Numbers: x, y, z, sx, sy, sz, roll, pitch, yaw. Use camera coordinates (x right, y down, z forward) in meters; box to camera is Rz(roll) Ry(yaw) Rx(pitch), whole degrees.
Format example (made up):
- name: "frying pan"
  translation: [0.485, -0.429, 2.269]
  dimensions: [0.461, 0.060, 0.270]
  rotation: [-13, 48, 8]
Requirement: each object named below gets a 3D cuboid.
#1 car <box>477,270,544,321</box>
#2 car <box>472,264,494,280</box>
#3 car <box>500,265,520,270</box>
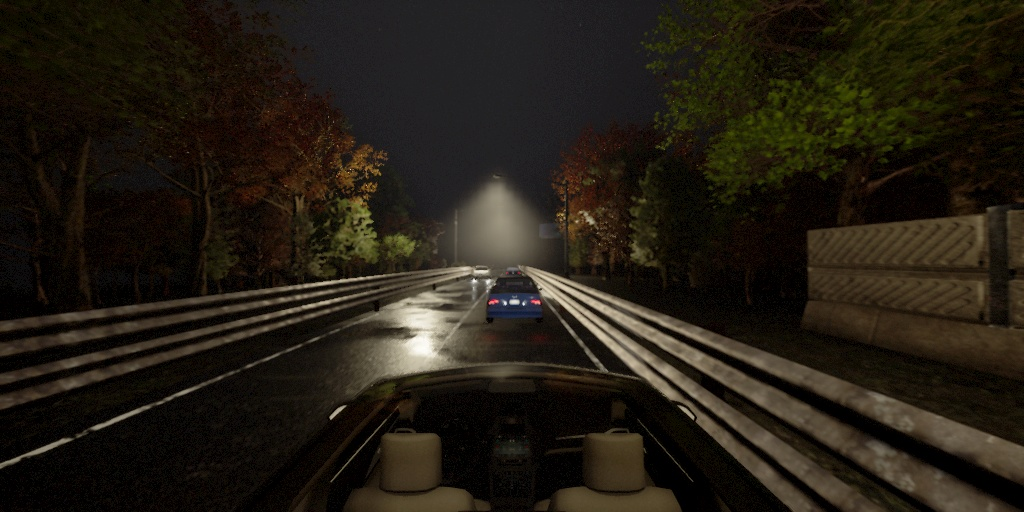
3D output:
- name: "car"
  translation: [0.086, 1.408, 12.851]
  dimensions: [2.033, 1.411, 5.357]
  rotation: [0, -1, 0]
- name: "car"
  translation: [-3.328, 1.861, 40.125]
  dimensions: [1.812, 1.442, 4.674]
  rotation: [0, -1, 0]
- name: "car"
  translation: [0.114, 1.853, 38.669]
  dimensions: [2.033, 1.411, 5.357]
  rotation: [0, -1, 0]
